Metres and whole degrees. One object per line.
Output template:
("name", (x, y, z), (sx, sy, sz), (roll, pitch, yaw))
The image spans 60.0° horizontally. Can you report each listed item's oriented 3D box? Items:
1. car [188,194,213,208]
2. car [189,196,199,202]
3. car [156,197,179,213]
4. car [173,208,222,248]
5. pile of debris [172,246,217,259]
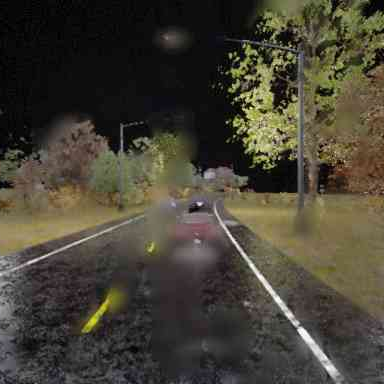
("car", (0.817, 1.233, 32.278), (2.150, 2.045, 5.566), (0, 0, 2))
("car", (0.495, 1.579, 78.579), (1.895, 1.301, 4.718), (0, 0, 6))
("car", (-2.658, 1.364, 37.029), (2.097, 1.767, 4.553), (0, 0, 3))
("car", (0.250, 1.606, 14.863), (1.895, 1.301, 4.718), (0, 0, 1))
("pile of debris", (0.106, 2.180, 12.097), (1.500, 0.140, 1.860), (0, 0, 1))
